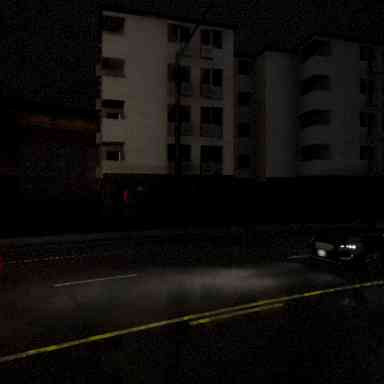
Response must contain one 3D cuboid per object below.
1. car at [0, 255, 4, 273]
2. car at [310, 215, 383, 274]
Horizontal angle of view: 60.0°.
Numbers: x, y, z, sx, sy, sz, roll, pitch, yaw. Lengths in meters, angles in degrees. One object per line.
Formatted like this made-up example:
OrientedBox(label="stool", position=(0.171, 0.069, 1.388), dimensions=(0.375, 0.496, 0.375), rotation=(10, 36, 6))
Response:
OrientedBox(label="car", position=(-6.865, 1.352, 7.423), dimensions=(4.553, 1.767, 2.097), rotation=(0, 0, -34))
OrientedBox(label="car", position=(6.038, 1.492, 10.393), dimensions=(4.902, 1.511, 2.128), rotation=(0, 0, -20))
